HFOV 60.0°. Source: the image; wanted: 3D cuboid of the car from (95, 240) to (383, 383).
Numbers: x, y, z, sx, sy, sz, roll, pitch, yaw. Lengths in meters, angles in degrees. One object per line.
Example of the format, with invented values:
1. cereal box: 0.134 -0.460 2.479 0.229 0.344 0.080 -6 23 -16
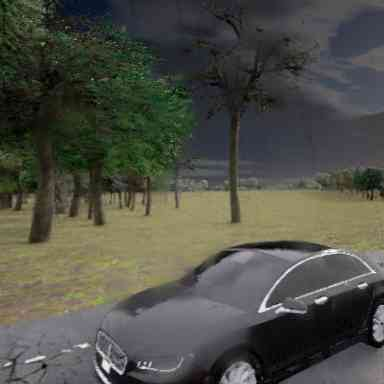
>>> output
1. car: 1.110 1.523 4.780 4.892 1.490 1.837 0 0 -35
